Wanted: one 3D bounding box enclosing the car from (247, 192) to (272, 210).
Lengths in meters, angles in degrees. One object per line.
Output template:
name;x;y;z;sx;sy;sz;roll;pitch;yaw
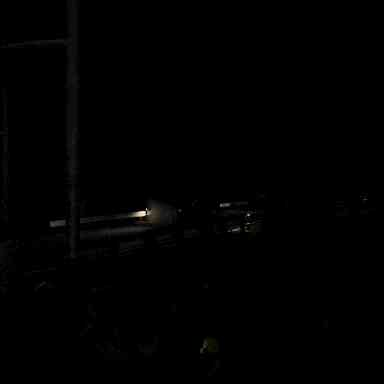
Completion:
car;6.951;0.779;30.655;1.882;1.535;5.008;0;1;42

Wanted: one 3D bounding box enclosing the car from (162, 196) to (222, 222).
car;0.074;1.091;22.957;2.128;1.511;4.902;0;3;41
